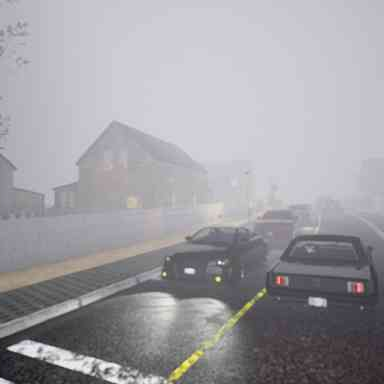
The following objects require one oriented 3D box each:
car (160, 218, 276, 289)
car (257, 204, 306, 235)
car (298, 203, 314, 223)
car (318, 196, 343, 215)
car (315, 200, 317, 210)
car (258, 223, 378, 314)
[{"bbox_3d":[0.842,1.695,9.648,1.994,1.385,4.181,-2,-1,27],"label":"car"},{"bbox_3d":[4.596,1.647,17.477,1.882,1.535,5.008,-2,-1,24],"label":"car"},{"bbox_3d":[8.501,1.706,26.558,1.882,1.535,5.008,-2,-1,22],"label":"car"},{"bbox_3d":[15.425,1.610,36.830,2.097,1.767,4.553,-2,-1,19],"label":"car"},{"bbox_3d":[12.106,1.860,35.932,2.033,1.411,5.357,-2,-1,20],"label":"car"},{"bbox_3d":[3.193,1.638,7.783,1.895,1.301,4.718,-2,-1,27],"label":"car"}]
